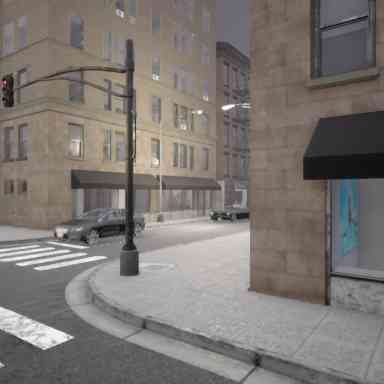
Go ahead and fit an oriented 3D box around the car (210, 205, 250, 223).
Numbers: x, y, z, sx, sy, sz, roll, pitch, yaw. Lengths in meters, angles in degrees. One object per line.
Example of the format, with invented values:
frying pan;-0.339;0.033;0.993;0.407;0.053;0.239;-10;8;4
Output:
car;3.381;1.756;27.228;1.895;1.301;4.718;0;0;35

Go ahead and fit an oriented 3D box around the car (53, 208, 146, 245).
car;-4.285;1.566;16.127;2.128;1.511;4.902;0;0;32
